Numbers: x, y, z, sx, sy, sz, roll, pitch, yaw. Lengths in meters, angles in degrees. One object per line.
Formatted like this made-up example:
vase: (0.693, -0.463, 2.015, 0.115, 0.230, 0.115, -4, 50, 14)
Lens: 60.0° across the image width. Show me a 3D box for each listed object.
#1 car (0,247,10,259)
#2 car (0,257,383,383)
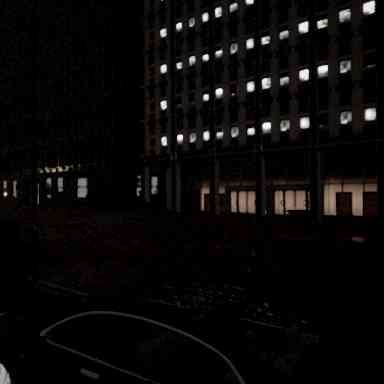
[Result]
car: (-4.811, 1.520, 6.323, 4.403, 1.369, 2.008, 0, -1, 36)
car: (-0.279, 1.543, 3.088, 4.403, 1.369, 2.008, 0, -1, 36)
